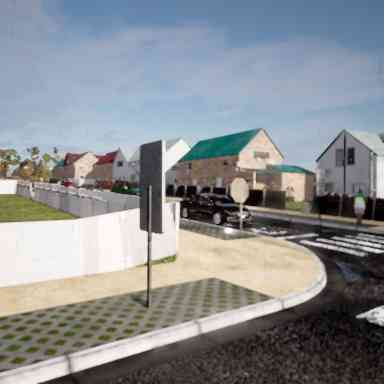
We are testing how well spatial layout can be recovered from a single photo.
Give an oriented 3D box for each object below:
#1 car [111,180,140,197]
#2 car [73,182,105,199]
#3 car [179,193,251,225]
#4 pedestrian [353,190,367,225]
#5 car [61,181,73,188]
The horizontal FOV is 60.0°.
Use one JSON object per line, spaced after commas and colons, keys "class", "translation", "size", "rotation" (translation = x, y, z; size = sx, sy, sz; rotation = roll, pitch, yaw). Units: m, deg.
{"class": "car", "translation": [-4.624, 0.103, 26.518], "size": [2.150, 2.045, 5.566], "rotation": [0, 3, -35]}
{"class": "car", "translation": [-10.639, -0.109, 35.075], "size": [1.837, 1.490, 4.892], "rotation": [0, 2, -35]}
{"class": "car", "translation": [1.147, 0.863, 18.318], "size": [1.837, 1.490, 4.892], "rotation": [0, 2, -35]}
{"class": "pedestrian", "translation": [8.848, 0.781, 17.566], "size": [0.375, 1.860, 0.375], "rotation": [4, -2, -35]}
{"class": "car", "translation": [-19.339, -0.976, 52.358], "size": [1.812, 1.442, 4.674], "rotation": [0, 2, -35]}
